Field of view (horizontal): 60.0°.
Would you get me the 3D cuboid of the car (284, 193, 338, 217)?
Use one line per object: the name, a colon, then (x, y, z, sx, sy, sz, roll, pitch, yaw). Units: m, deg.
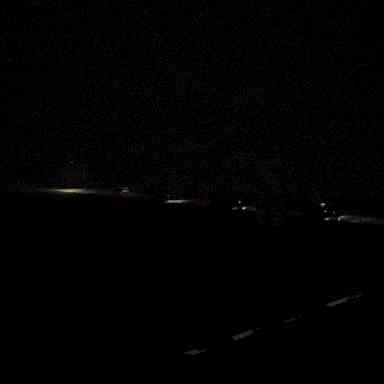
car: (9.392, 0.898, 26.877, 2.097, 1.767, 4.553, -3, 4, -35)

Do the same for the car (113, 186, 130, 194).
car: (-13.792, -0.498, 64.665, 2.128, 1.511, 4.902, -3, 4, -35)

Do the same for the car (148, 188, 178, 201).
car: (-3.735, 0.299, 45.411, 1.837, 1.490, 4.892, -3, 4, -35)

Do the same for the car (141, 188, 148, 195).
car: (-6.790, -0.033, 54.798, 1.895, 1.301, 4.718, -3, 4, -35)

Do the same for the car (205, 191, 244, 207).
car: (3.377, 0.691, 35.355, 2.128, 1.511, 4.902, -3, 4, -35)
